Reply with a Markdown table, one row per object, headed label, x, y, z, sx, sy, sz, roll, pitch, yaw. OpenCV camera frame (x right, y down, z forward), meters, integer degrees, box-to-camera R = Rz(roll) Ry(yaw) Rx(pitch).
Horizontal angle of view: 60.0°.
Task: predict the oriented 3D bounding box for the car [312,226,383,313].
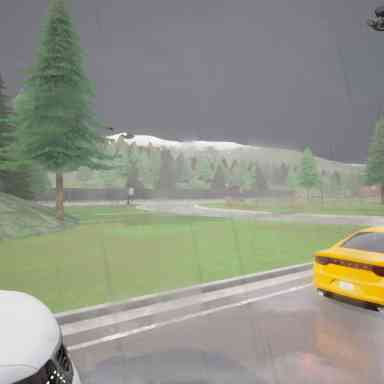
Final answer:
| label | x | y | z | sx | sy | sz | roll | pitch | yaw |
| --- | --- | --- | --- | --- | --- | --- | --- | --- | --- |
| car | 4.700 | 1.478 | 7.206 | 5.008 | 1.535 | 1.882 | 0 | 0 | -35 |

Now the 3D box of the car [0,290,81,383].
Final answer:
| label | x | y | z | sx | sy | sz | roll | pitch | yaw |
| --- | --- | --- | --- | --- | --- | --- | --- | --- | --- |
| car | -3.344 | 1.221 | 1.363 | 5.566 | 2.045 | 2.150 | 0 | 0 | -35 |
